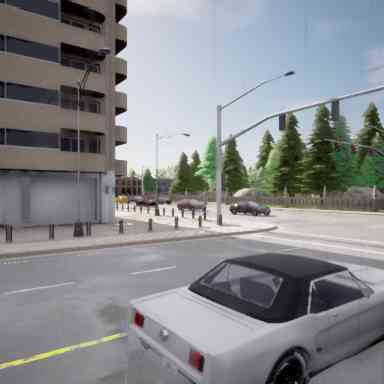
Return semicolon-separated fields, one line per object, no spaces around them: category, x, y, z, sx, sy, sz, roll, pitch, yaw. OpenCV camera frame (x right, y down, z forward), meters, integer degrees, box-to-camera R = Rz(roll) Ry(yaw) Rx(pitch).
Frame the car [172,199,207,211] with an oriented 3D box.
car;-0.112;1.581;41.113;1.812;1.442;4.674;0;0;-35

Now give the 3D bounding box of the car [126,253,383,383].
car;1.575;1.601;4.900;4.718;1.301;1.895;0;0;-35

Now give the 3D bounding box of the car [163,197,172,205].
car;-5.626;1.603;61.120;2.033;1.411;5.357;0;0;-36

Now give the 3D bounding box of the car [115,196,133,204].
car;-14.271;1.533;67.129;1.882;1.535;5.008;0;0;-36

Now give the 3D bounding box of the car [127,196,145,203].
car;-11.655;1.581;69.477;1.812;1.442;4.674;0;0;-36

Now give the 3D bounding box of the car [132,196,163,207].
car;-6.758;1.656;50.380;1.895;1.301;4.718;0;0;-36

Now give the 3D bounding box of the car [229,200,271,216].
car;5.671;1.581;33.071;1.812;1.442;4.674;0;0;-36
